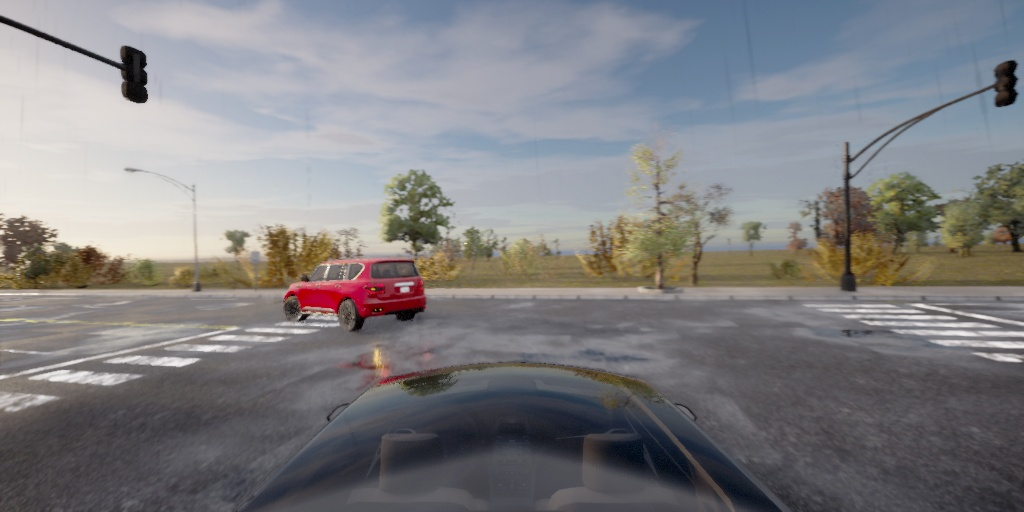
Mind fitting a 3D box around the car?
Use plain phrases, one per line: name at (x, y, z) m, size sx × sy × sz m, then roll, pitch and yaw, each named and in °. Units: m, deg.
car at (-5.238, 1.132, 11.728) m, size 5.566 × 2.045 × 2.150 m, roll -2°, pitch -1°, yaw 35°
